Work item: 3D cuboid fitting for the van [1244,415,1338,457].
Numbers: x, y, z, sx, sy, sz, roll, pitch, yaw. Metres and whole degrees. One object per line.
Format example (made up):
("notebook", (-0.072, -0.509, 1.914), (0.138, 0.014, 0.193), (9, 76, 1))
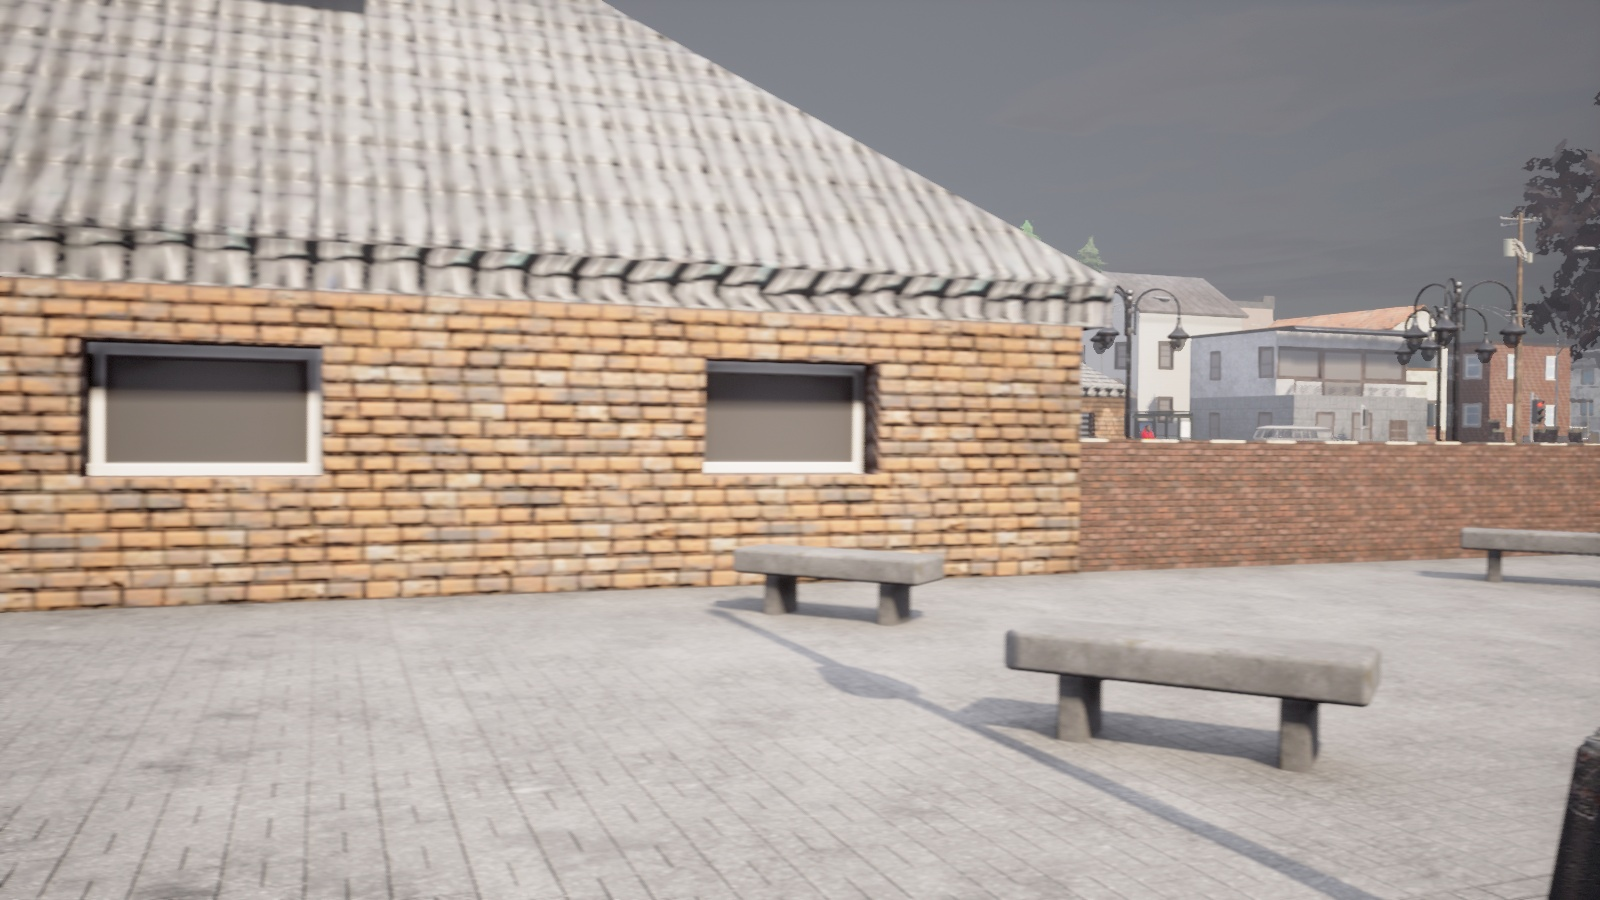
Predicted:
("van", (23.864, -0.700, 61.018), (4.442, 1.987, 1.775), (-1, 1, -28))
